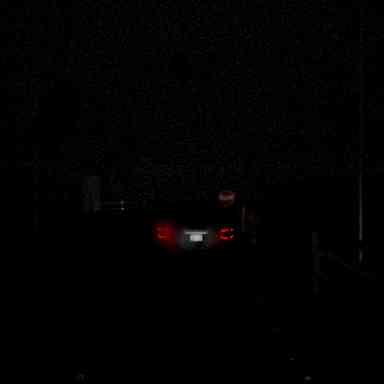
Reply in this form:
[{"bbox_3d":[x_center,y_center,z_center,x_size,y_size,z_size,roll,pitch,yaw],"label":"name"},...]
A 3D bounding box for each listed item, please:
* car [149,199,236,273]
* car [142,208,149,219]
[{"bbox_3d":[0.099,1.221,10.861,2.150,2.045,5.566,0,0,0],"label":"car"},{"bbox_3d":[-2.304,1.586,26.410,1.895,1.301,4.718,0,0,-31],"label":"car"}]
